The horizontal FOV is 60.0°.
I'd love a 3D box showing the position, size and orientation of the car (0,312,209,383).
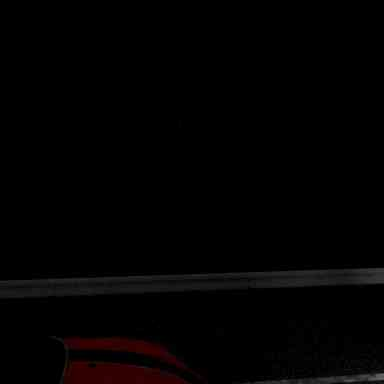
[{"bbox_3d":[-1.880,1.352,1.634,4.553,1.767,2.097,0,0,-6],"label":"car"}]
